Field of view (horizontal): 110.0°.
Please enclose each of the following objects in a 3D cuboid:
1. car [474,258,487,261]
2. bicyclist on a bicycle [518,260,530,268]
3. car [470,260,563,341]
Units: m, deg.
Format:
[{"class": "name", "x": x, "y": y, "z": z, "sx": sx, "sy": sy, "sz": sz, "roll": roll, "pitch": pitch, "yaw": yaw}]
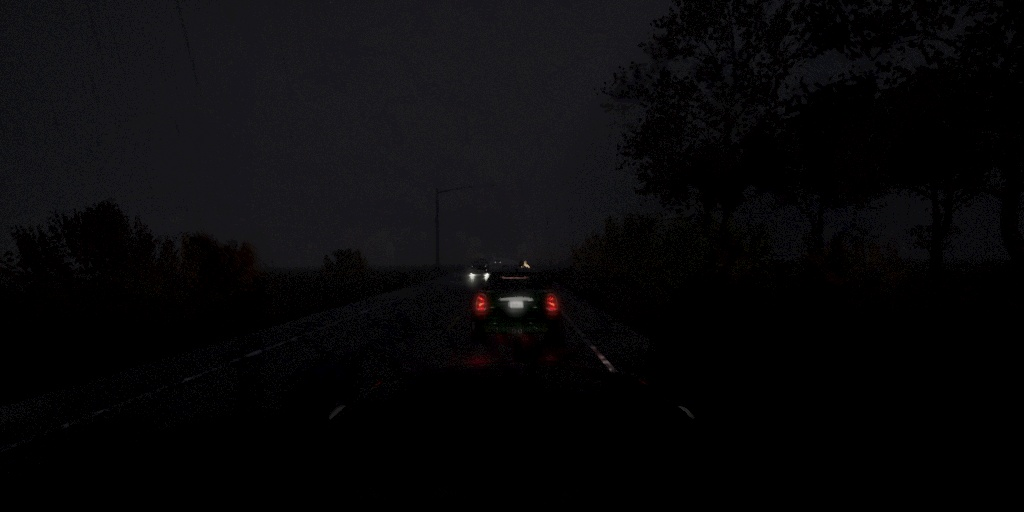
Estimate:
[{"class": "car", "x": -3.667, "y": 1.074, "z": 41.505, "sx": 2.097, "sy": 1.767, "sz": 4.553, "roll": 0, "pitch": 0, "yaw": 0}, {"class": "bicyclist on a bicycle", "x": 0.959, "y": 1.169, "z": 25.825, "sx": 0.866, "sy": 1.612, "sz": 1.509, "roll": 0, "pitch": 0, "yaw": 1}, {"class": "car", "x": 0.108, "y": 1.096, "z": 10.002, "sx": 2.097, "sy": 1.767, "sz": 4.553, "roll": 0, "pitch": 0, "yaw": 0}]
